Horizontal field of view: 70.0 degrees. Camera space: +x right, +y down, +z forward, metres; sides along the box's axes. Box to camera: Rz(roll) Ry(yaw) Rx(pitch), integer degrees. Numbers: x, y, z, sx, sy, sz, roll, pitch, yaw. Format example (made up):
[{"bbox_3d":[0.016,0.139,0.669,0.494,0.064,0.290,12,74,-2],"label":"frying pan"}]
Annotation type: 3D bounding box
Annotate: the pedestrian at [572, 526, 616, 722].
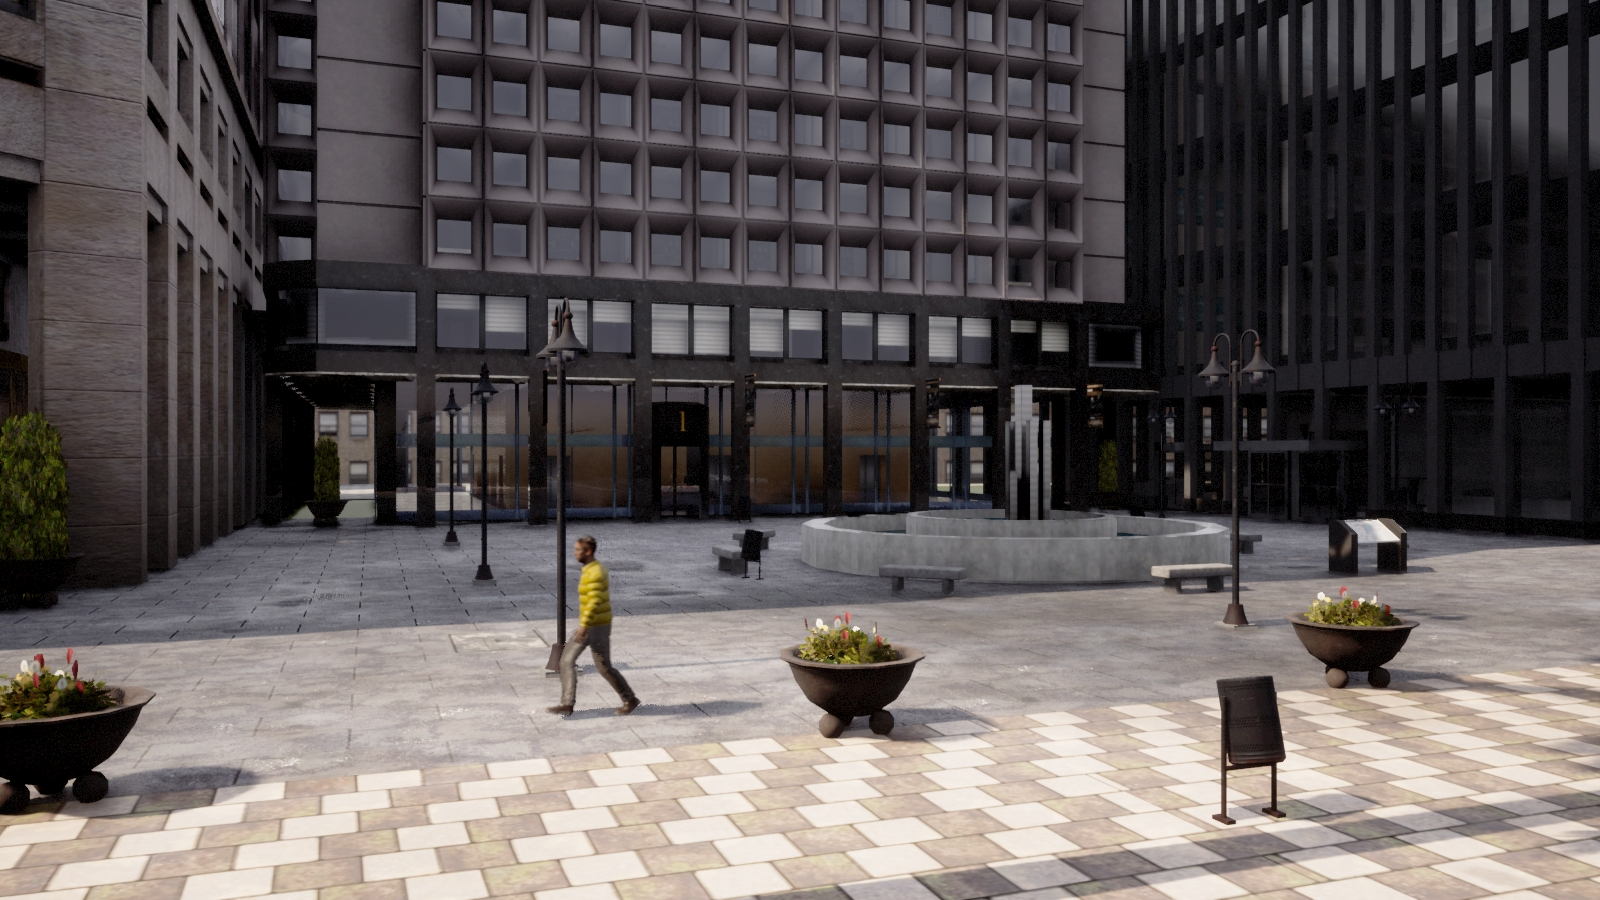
[{"bbox_3d":[-2.041,1.702,11.296,0.375,1.860,0.375,0,0,-20],"label":"pedestrian"}]
